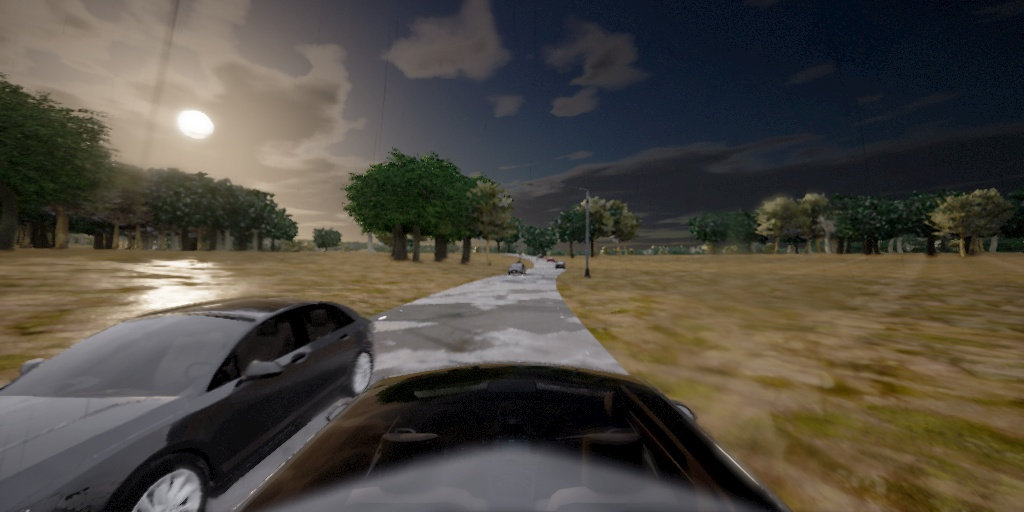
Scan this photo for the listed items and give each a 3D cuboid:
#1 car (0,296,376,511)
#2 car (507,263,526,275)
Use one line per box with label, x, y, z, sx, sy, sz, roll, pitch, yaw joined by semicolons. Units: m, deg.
car;-3.045;1.259;3.722;1.837;1.490;4.892;0;0;1
car;0.673;1.618;44.888;1.837;1.490;4.892;0;0;10
